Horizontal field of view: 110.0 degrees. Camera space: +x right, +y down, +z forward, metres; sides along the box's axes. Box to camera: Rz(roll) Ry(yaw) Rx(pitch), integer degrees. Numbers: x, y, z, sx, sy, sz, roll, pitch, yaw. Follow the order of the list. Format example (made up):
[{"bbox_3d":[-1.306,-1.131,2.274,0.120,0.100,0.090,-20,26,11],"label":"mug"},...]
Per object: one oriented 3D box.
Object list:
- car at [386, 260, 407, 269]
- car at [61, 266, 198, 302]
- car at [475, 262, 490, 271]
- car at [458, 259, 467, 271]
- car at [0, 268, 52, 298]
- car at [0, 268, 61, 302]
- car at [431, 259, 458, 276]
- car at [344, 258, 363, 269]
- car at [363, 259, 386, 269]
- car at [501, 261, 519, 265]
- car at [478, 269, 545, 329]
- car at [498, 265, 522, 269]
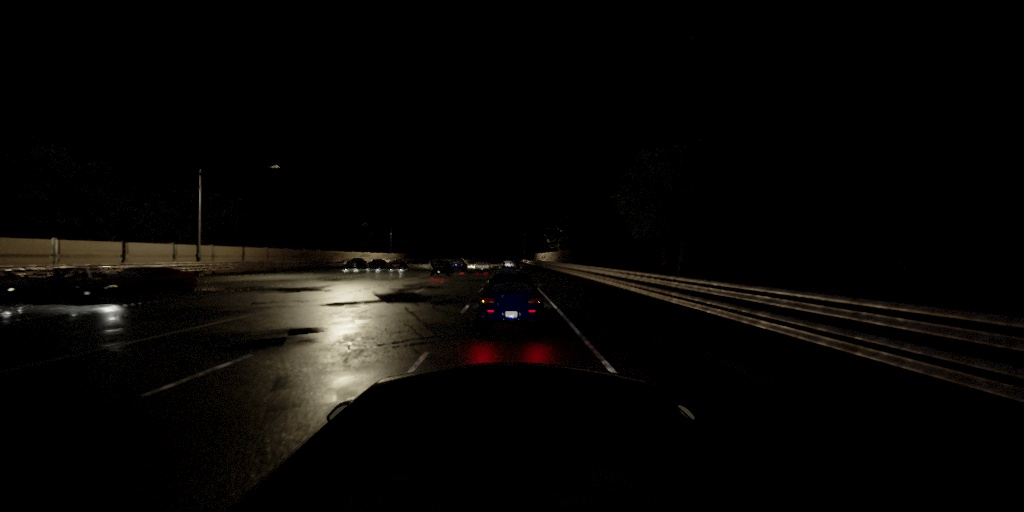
[{"bbox_3d":[-18.450,1.370,58.643,1.812,1.442,4.674,0,0,-1],"label":"car"},{"bbox_3d":[-17.303,1.231,16.873,1.812,1.442,4.674,0,0,-2],"label":"car"},{"bbox_3d":[-4.069,1.476,50.335,1.895,1.301,4.718,0,0,-2],"label":"car"},{"bbox_3d":[-7.570,1.213,50.309,2.097,1.767,4.553,0,0,-2],"label":"car"},{"bbox_3d":[-24.282,1.274,15.843,1.895,1.301,4.718,0,0,-2],"label":"car"},{"bbox_3d":[-20.805,1.237,16.853,2.033,1.411,5.357,0,0,-2],"label":"car"},{"bbox_3d":[-7.265,1.318,37.745,1.837,1.490,4.892,0,0,-1],"label":"car"},{"bbox_3d":[-25.441,1.169,58.196,2.097,1.767,4.553,0,0,-1],"label":"car"},{"bbox_3d":[-21.943,1.332,58.419,1.837,1.490,4.892,0,0,-1],"label":"car"},{"bbox_3d":[-0.133,1.310,30.827,2.128,1.511,4.902,0,0,-1],"label":"car"},{"bbox_3d":[-0.026,1.286,11.196,1.812,1.442,4.674,0,0,0],"label":"car"},{"bbox_3d":[-0.108,1.388,21.624,1.895,1.301,4.718,0,0,-1],"label":"car"}]
